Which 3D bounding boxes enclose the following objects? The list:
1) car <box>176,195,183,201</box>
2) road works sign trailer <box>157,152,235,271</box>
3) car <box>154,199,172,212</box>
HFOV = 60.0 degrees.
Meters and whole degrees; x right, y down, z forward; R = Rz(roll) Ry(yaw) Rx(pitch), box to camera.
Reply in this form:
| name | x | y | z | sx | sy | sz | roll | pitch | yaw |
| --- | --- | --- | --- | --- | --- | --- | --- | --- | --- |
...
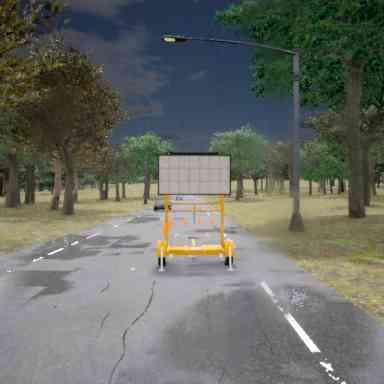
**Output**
| name | x | y | z | sx | sy | sz | roll | pitch | yaw |
| --- | --- | --- | --- | --- | --- | --- | --- | --- | --- |
| car | -3.420 | 1.607 | 91.005 | 2.128 | 1.511 | 4.902 | 0 | 1 | 0 |
| road works sign trailer | 0.076 | 0.500 | 11.019 | 2.380 | 3.560 | 2.880 | 0 | 0 | -2 |
| car | -3.566 | 1.629 | 40.731 | 1.882 | 1.535 | 5.008 | 0 | 0 | 0 |
